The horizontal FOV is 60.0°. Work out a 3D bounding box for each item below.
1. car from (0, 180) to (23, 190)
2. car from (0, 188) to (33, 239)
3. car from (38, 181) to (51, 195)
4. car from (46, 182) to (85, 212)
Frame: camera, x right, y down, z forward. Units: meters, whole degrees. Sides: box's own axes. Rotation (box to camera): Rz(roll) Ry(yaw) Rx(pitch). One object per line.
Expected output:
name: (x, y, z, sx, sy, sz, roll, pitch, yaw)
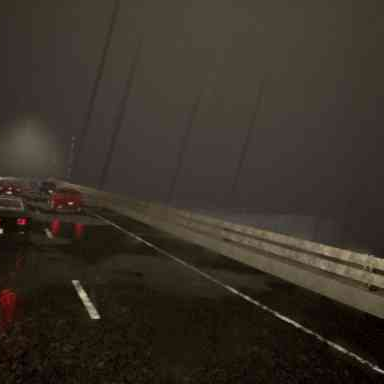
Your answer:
car: (-15.905, -0.346, 29.197, 1.895, 1.301, 4.718, 7, 0, -28)
car: (-6.839, 0.758, 11.945, 1.895, 1.301, 4.718, 7, 0, -28)
car: (-15.683, -0.440, 36.285, 1.882, 1.535, 5.008, 7, 0, -27)
car: (-8.613, 0.416, 22.747, 1.882, 1.535, 5.008, 7, 0, -28)
